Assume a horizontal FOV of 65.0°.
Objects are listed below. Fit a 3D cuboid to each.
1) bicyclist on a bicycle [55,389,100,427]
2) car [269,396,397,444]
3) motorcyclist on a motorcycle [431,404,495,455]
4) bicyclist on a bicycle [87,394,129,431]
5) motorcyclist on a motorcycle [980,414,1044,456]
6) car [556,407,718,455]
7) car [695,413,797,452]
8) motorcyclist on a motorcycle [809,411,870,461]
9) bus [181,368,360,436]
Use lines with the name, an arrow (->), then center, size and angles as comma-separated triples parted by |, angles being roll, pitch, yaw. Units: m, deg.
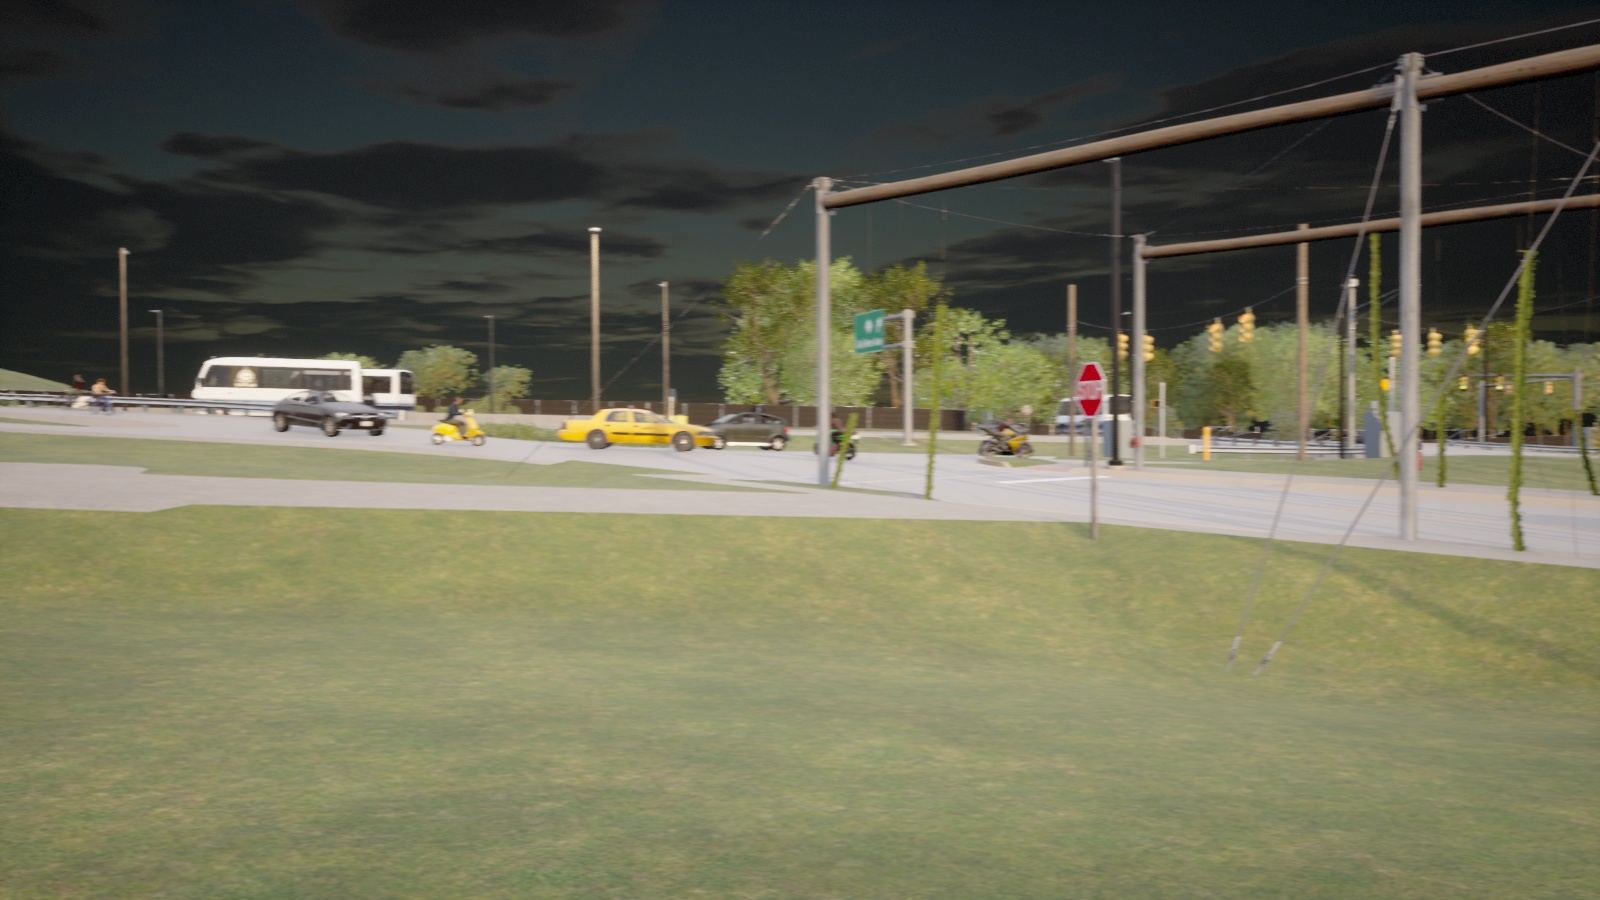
bicyclist on a bicycle -> -34.963, -2.019, 60.786 | 1.843, 1.776, 0.659 | 1, 2, 7
car -> -17.610, -1.180, 47.299 | 5.027, 1.651, 2.152 | 3, 4, 37
motorcyclist on a motorcycle -> -10.927, -0.674, 40.753 | 1.817, 1.590, 0.866 | 1, 2, 4
bicyclist on a bicycle -> -30.618, -1.675, 55.557 | 1.509, 1.612, 0.866 | 2, 3, 23
motorcyclist on a motorcycle -> 7.841, -0.553, 46.496 | 2.191, 1.530, 0.866 | 0, 1, -18
car -> -5.572, -0.658, 43.427 | 5.366, 1.575, 1.801 | 0, 1, -1
car -> -2.173, -0.695, 50.319 | 3.705, 1.549, 1.789 | 0, 1, -22
motorcyclist on a motorcycle -> 1.279, -0.472, 40.815 | 0.797, 1.523, 2.044 | -3, 4, -42
bus -> -33.870, -3.029, 80.950 | 10.273, 4.253, 3.944 | 0, 1, -17
